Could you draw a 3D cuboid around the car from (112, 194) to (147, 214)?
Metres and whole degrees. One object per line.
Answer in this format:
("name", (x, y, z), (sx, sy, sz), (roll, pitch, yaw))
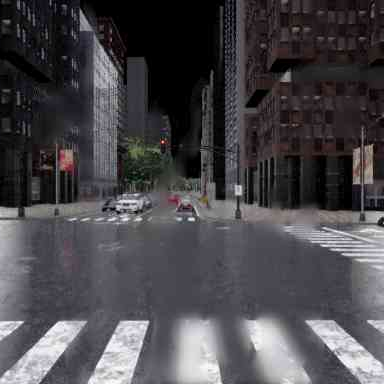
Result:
("car", (-6.542, 1.223, 35.511), (2.150, 2.045, 5.566), (0, 0, -1))

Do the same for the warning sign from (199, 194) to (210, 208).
("warning sign", (1.565, 1.132, 42.641), (1.300, 1.860, 1.060), (0, 0, -1))

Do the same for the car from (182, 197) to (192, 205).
("car", (-0.912, 1.603, 60.648), (1.887, 1.381, 4.507), (0, 0, -1))

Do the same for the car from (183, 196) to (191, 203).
("car", (-1.013, 1.613, 71.667), (1.752, 1.417, 4.829), (0, 0, -1))

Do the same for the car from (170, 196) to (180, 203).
("car", (-3.810, 1.624, 75.771), (2.128, 1.511, 4.902), (0, 0, -1))

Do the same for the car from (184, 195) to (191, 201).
("car", (-1.162, 1.574, 87.772), (1.967, 1.590, 4.097), (0, 0, -1))

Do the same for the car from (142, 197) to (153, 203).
("car", (-9.536, 1.669, 71.428), (1.802, 1.307, 4.206), (0, 0, -1))

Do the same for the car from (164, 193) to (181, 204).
("car", (-3.594, 1.289, 63.323), (2.150, 2.045, 5.566), (0, 0, -1))

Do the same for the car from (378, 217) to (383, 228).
("car", (14.094, 1.788, 20.933), (4.181, 1.385, 1.994), (1, 0, 0))

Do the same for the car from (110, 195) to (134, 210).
("car", (-9.288, 1.335, 44.300), (2.192, 1.841, 5.009), (0, 0, -1))

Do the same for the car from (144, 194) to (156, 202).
("car", (-9.587, 1.417, 76.854), (2.192, 1.841, 5.009), (0, 0, -1))

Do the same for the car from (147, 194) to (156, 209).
("car", (-6.629, 1.375, 45.536), (2.097, 1.767, 4.553), (0, 0, 0))

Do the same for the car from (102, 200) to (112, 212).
("car", (-9.237, 1.574, 38.873), (1.947, 1.339, 4.313), (0, 0, -1))

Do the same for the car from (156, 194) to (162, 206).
("car", (-6.712, 1.399, 55.738), (2.097, 1.767, 4.553), (0, 0, 0))

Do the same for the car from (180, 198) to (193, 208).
("car", (-0.812, 1.614, 49.798), (1.802, 1.307, 4.206), (0, 0, -1))

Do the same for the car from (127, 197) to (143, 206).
("car", (-9.385, 1.570, 54.981), (1.752, 1.417, 4.829), (0, 0, -1))

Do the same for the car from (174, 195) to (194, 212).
("car", (-0.713, 1.448, 38.949), (1.967, 1.590, 4.097), (0, 0, -1))
